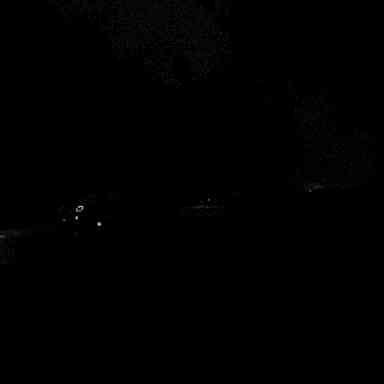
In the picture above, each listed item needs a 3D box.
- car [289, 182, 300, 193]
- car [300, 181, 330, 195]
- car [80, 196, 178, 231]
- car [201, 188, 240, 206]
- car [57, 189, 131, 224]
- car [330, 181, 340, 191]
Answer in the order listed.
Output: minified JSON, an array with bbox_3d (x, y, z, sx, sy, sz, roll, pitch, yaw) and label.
[{"bbox_3d":[15.193,-0.647,46.532,2.033,1.411,5.357,0,3,33],"label":"car"},{"bbox_3d":[15.345,-0.457,41.337,1.812,1.442,4.674,0,3,35],"label":"car"},{"bbox_3d":[-2.784,1.020,16.440,1.895,1.301,4.718,0,3,36],"label":"car"},{"bbox_3d":[2.512,0.383,28.883,1.994,1.385,4.181,0,3,36],"label":"car"},{"bbox_3d":[-5.112,0.748,18.530,2.097,1.767,4.553,0,3,37],"label":"car"},{"bbox_3d":[20.969,-0.927,49.977,2.033,1.411,5.357,0,3,32],"label":"car"}]
